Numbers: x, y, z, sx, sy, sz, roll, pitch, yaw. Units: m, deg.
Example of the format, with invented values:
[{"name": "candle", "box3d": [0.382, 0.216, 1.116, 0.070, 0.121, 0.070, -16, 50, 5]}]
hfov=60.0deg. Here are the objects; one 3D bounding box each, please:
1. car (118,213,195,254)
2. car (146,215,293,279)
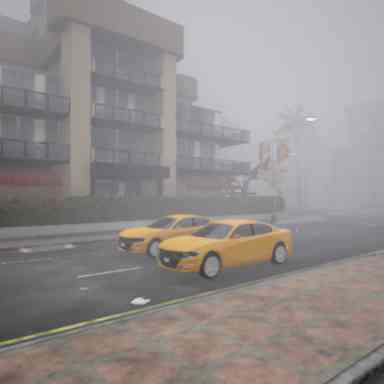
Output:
[{"name": "car", "box3d": [-0.599, 1.686, 13.843, 5.008, 1.535, 1.882, 1, -1, -39]}, {"name": "car", "box3d": [1.235, 1.639, 10.827, 5.008, 1.535, 1.882, 1, -1, -39]}]
